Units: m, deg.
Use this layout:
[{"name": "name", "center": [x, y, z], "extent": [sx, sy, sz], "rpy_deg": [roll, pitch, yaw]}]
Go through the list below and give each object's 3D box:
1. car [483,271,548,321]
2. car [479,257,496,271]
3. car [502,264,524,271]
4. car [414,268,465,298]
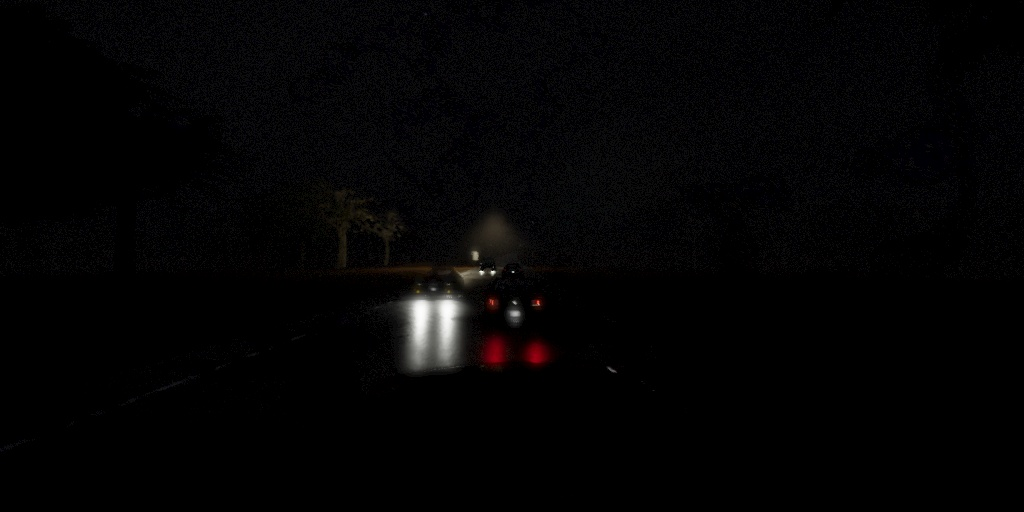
[{"name": "car", "center": [0.105, 1.362, 12.420], "extent": [1.895, 1.301, 4.718], "rpy_deg": [0, 0, 0]}, {"name": "car", "center": [-3.566, 1.121, 53.543], "extent": [2.150, 2.045, 5.566], "rpy_deg": [0, 0, 0]}, {"name": "car", "center": [0.094, 1.384, 33.351], "extent": [1.994, 1.385, 4.181], "rpy_deg": [0, 0, 0]}, {"name": "car", "center": [-3.601, 1.336, 18.394], "extent": [1.994, 1.385, 4.181], "rpy_deg": [0, 0, 0]}]
